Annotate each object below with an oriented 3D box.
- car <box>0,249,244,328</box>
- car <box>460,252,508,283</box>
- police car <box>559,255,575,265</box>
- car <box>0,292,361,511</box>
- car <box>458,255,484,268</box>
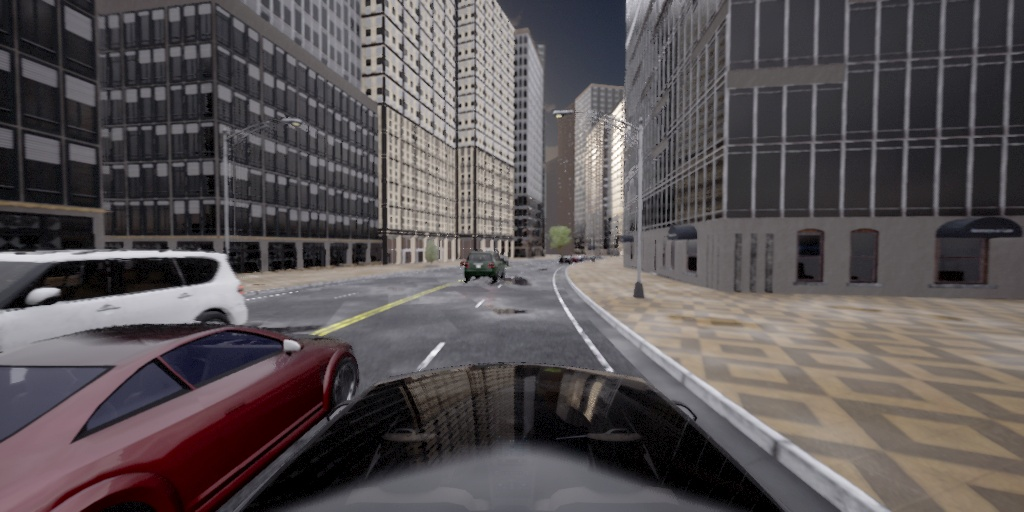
[{"bbox_3d":[-6.521,0.918,5.009,2.150,2.045,5.566,0,1,1],"label":"car"},{"bbox_3d":[-1.838,0.721,25.092,2.150,2.045,5.566,0,1,6],"label":"car"},{"bbox_3d":[9.320,0.612,62.146,1.930,1.638,5.238,1,1,15],"label":"police car"},{"bbox_3d":[-3.078,1.289,3.244,1.994,1.385,4.181,0,1,0],"label":"car"},{"bbox_3d":[-5.291,0.723,46.952,1.882,1.535,5.008,0,1,11],"label":"car"}]
